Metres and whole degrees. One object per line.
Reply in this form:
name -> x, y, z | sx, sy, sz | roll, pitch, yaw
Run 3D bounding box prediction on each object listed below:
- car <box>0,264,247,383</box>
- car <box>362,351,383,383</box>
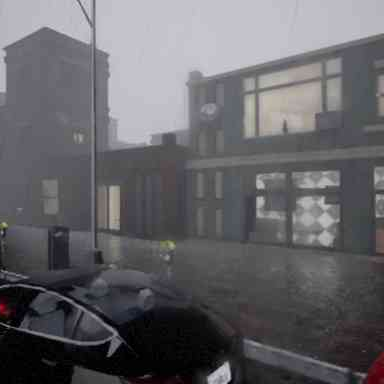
car -> -1.467, 1.556, 3.932 | 4.313, 1.339, 1.947 | 0, 0, 36
car -> 3.038, 1.321, 0.719 | 5.009, 1.841, 2.192 | 0, 0, 36
